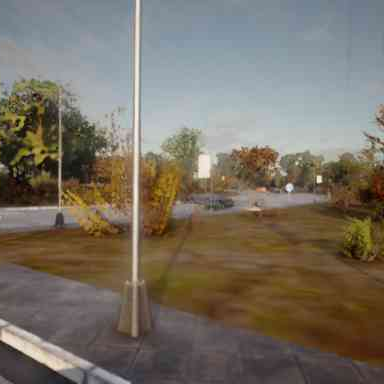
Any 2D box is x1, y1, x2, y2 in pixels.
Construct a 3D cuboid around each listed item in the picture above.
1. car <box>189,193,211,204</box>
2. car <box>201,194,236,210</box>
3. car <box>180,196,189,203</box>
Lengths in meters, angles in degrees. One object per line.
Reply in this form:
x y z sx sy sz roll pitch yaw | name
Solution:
2.205 0.976 47.174 1.837 1.490 4.892 1 1 39 | car
3.314 1.215 37.252 1.994 1.385 4.181 1 1 39 | car
0.307 0.999 50.390 1.895 1.301 4.718 1 1 39 | car
